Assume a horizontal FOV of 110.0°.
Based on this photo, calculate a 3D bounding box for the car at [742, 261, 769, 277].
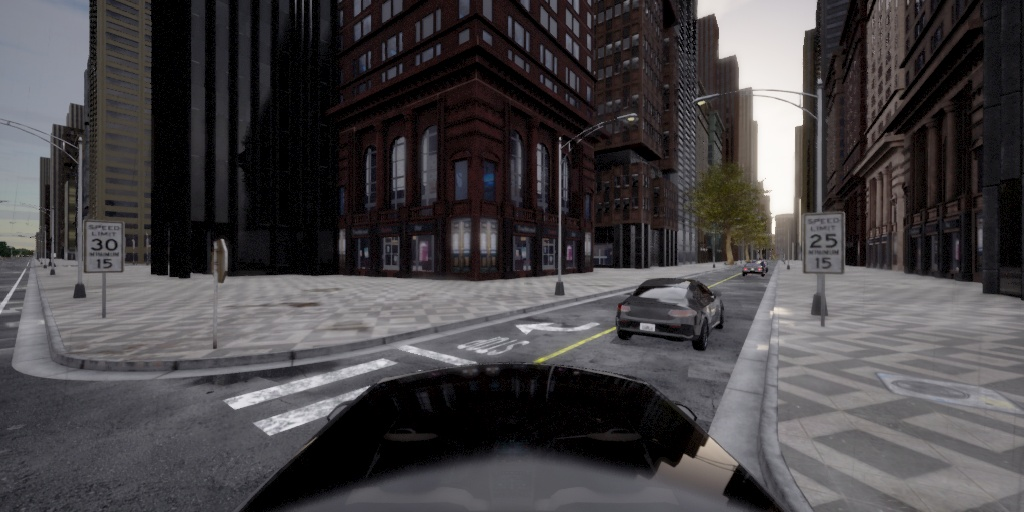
[{"bbox_3d":[24.536,1.326,36.332,2.033,1.411,5.357,0,0,37],"label":"car"}]

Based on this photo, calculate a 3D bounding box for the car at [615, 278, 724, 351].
[{"bbox_3d":[4.126,1.279,9.120,1.812,1.442,4.674,0,0,37],"label":"car"}]

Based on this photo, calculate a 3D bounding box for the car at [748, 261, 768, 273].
[{"bbox_3d":[30.764,1.326,44.752,1.812,1.442,4.674,0,0,37],"label":"car"}]
